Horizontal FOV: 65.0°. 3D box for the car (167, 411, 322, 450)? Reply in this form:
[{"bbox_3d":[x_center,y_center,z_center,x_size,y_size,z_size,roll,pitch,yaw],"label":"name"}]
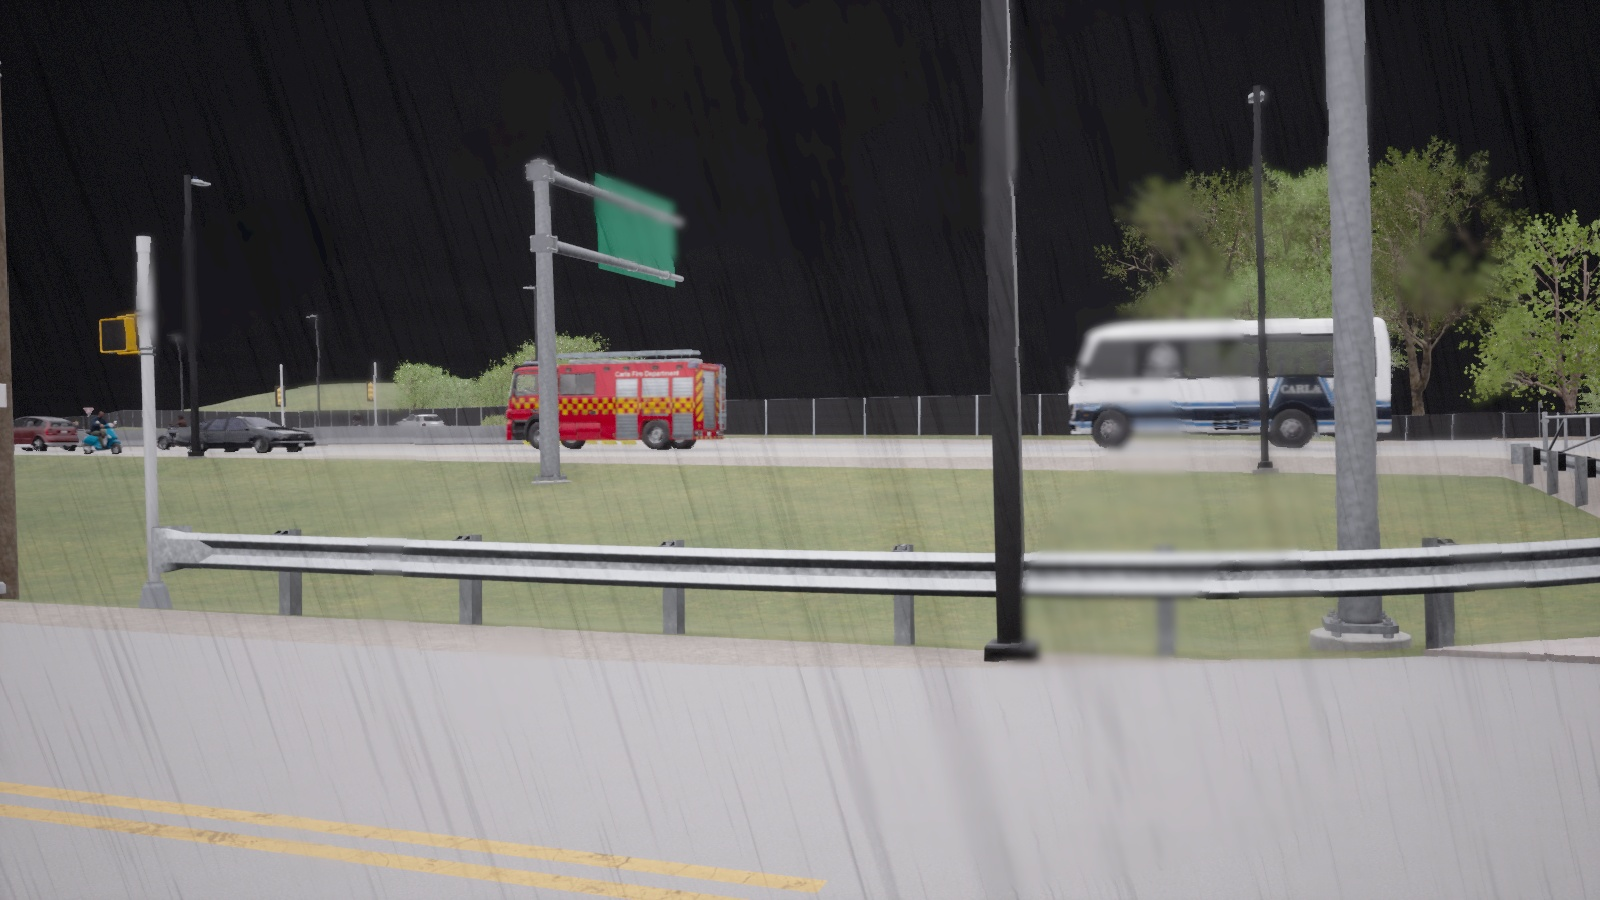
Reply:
[{"bbox_3d":[-20.888,-0.732,47.225,5.357,1.411,2.033,0,1,19],"label":"car"}]

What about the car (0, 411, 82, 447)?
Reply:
[{"bbox_3d":[-33.898,-0.942,55.511,3.705,1.549,1.789,0,1,19],"label":"car"}]

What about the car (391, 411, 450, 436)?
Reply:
[{"bbox_3d":[-23.615,-1.667,78.089,1.970,1.475,3.806,-2,2,-44],"label":"car"}]

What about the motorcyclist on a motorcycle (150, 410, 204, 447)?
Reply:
[{"bbox_3d":[-28.445,-0.991,57.302,2.350,1.649,0.766,0,1,19],"label":"motorcyclist on a motorcycle"}]

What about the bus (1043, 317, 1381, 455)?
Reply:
[{"bbox_3d":[13.571,-2.041,42.138,10.273,4.253,3.944,0,1,17],"label":"bus"}]

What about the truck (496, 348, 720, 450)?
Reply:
[{"bbox_3d":[-7.641,-1.972,49.965,8.468,3.827,2.891,0,1,19],"label":"truck"}]

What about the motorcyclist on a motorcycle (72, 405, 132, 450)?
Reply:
[{"bbox_3d":[-24.981,-0.797,44.953,1.817,1.590,0.866,0,1,19],"label":"motorcyclist on a motorcycle"}]
